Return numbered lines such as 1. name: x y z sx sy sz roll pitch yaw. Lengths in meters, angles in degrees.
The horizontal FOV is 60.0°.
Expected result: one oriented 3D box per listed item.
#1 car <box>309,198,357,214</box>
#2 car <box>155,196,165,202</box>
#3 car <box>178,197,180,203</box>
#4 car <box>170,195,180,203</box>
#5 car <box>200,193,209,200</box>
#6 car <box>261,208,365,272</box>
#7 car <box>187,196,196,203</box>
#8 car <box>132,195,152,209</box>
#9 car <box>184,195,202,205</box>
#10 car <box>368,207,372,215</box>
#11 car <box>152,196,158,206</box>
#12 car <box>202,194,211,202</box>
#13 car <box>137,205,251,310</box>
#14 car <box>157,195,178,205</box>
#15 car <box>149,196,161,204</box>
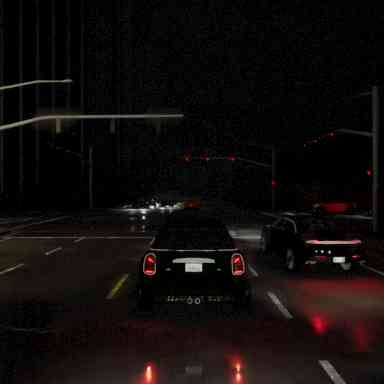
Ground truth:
1. car: 14.610 1.407 34.741 4.553 1.767 2.097 0 0 2
2. car: -7.131 1.594 74.238 1.895 1.301 4.718 0 0 0
3. car: -3.678 1.491 60.320 2.128 1.511 4.902 0 0 0
4. car: -3.624 1.500 70.530 1.837 1.490 4.892 0 0 0
5. car: 3.346 1.216 87.514 2.097 1.767 4.553 0 0 0
6. car: 3.600 1.491 10.801 2.128 1.511 4.902 0 0 -3
7. car: -0.112 1.541 71.004 2.033 1.411 5.357 0 0 0
8. car: -7.175 1.525 46.496 1.812 1.442 4.674 0 0 0
9. car: 0.001 1.476 43.520 1.882 1.535 5.008 0 0 2
10. car: 19.044 1.581 31.166 4.674 1.442 1.812 0 0 0
11. car: -7.184 1.352 55.399 2.097 1.767 4.553 0 0 0
12. car: 3.364 1.518 77.434 1.812 1.442 4.674 0 0 0
13. car: 0.043 1.352 7.992 2.097 1.767 4.553 0 0 0
14. car: -3.678 1.547 50.817 2.033 1.411 5.357 0 0 0
15. car: -7.164 1.525 64.195 1.812 1.442 4.674 0 0 0
